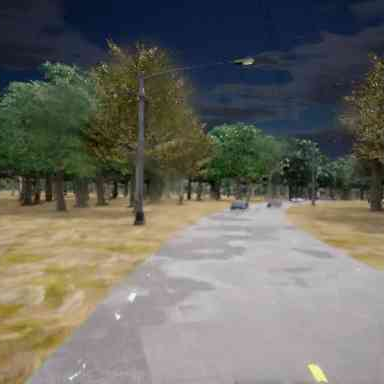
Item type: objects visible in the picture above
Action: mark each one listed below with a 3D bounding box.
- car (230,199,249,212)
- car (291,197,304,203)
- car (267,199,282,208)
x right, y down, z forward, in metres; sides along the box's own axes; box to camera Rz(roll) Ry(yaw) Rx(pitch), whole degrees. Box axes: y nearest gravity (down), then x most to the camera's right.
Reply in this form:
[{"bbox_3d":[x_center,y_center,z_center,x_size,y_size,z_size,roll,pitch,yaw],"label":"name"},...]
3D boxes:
[{"bbox_3d":[5.833,1.590,40.522,2.033,1.411,5.357,1,0,15],"label":"car"},{"bbox_3d":[24.326,1.905,76.314,1.895,1.301,4.718,1,0,31],"label":"car"},{"bbox_3d":[12.815,1.738,51.338,1.895,1.301,4.718,1,0,20],"label":"car"}]
